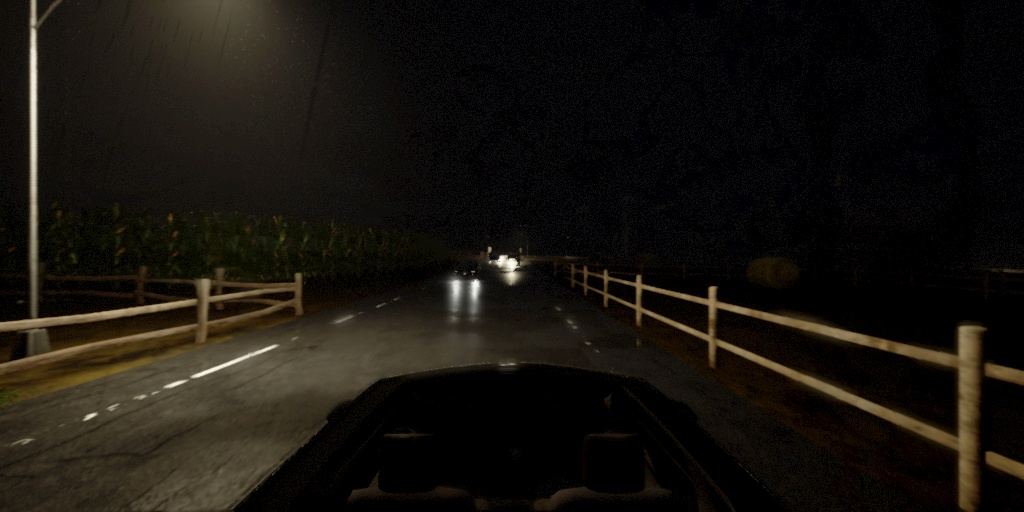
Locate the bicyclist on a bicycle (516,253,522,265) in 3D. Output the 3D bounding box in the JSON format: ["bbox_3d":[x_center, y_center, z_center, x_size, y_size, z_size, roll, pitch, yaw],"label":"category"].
[{"bbox_3d":[0.965,0.618,49.202,0.866,1.612,1.509,0,1,0],"label":"bicyclist on a bicycle"}]

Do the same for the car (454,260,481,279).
[{"bbox_3d":[-3.596,1.076,29.701,1.837,1.490,4.892,0,1,0],"label":"car"}]
